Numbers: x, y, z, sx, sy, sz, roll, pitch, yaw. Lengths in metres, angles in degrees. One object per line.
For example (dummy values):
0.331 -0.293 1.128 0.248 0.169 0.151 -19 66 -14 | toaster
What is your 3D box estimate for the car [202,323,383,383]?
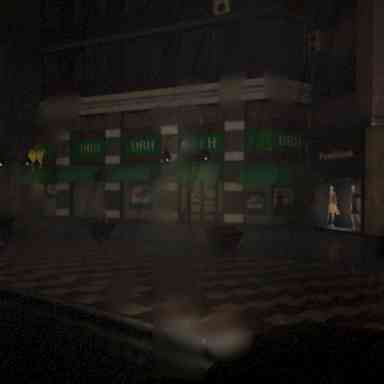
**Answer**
2.239 1.510 1.701 4.892 1.490 1.837 1 0 36 | car
